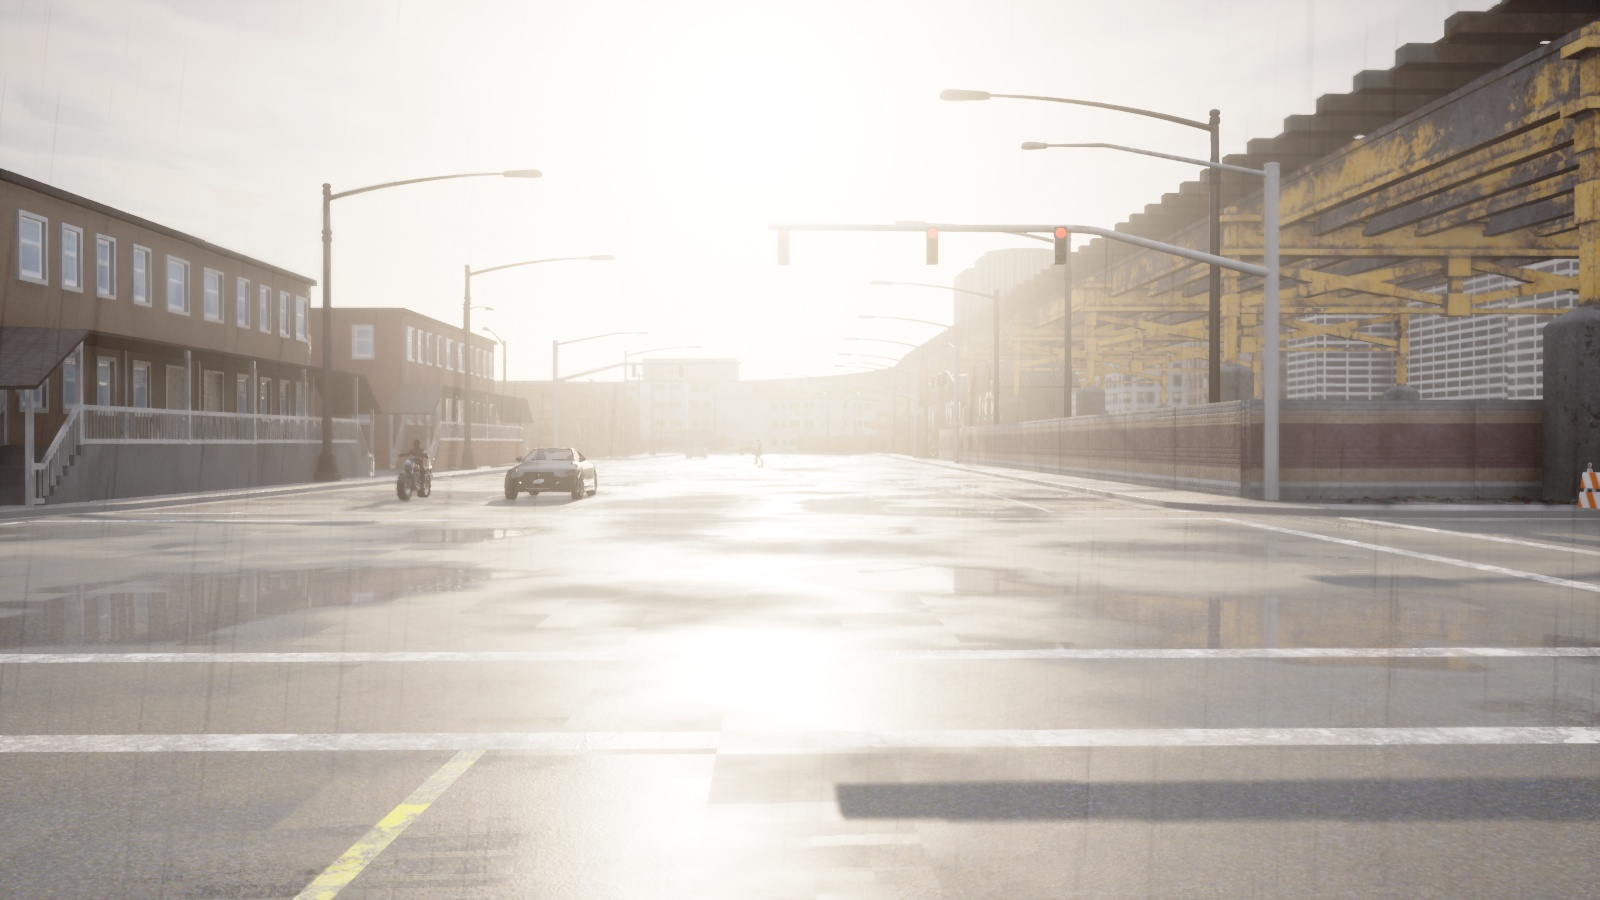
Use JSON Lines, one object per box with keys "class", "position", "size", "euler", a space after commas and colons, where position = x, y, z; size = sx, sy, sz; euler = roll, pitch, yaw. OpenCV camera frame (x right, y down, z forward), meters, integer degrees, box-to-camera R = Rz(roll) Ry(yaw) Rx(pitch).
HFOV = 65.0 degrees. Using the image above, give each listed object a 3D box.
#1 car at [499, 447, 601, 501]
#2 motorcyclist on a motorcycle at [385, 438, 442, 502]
{"class": "car", "position": [-6.793, 0.610, 34.588], "size": [1.994, 1.385, 4.181], "euler": [0, 0, 0]}
{"class": "motorcyclist on a motorcycle", "position": [-10.294, 0.499, 33.524], "size": [0.766, 1.649, 2.350], "euler": [0, 0, 0]}
